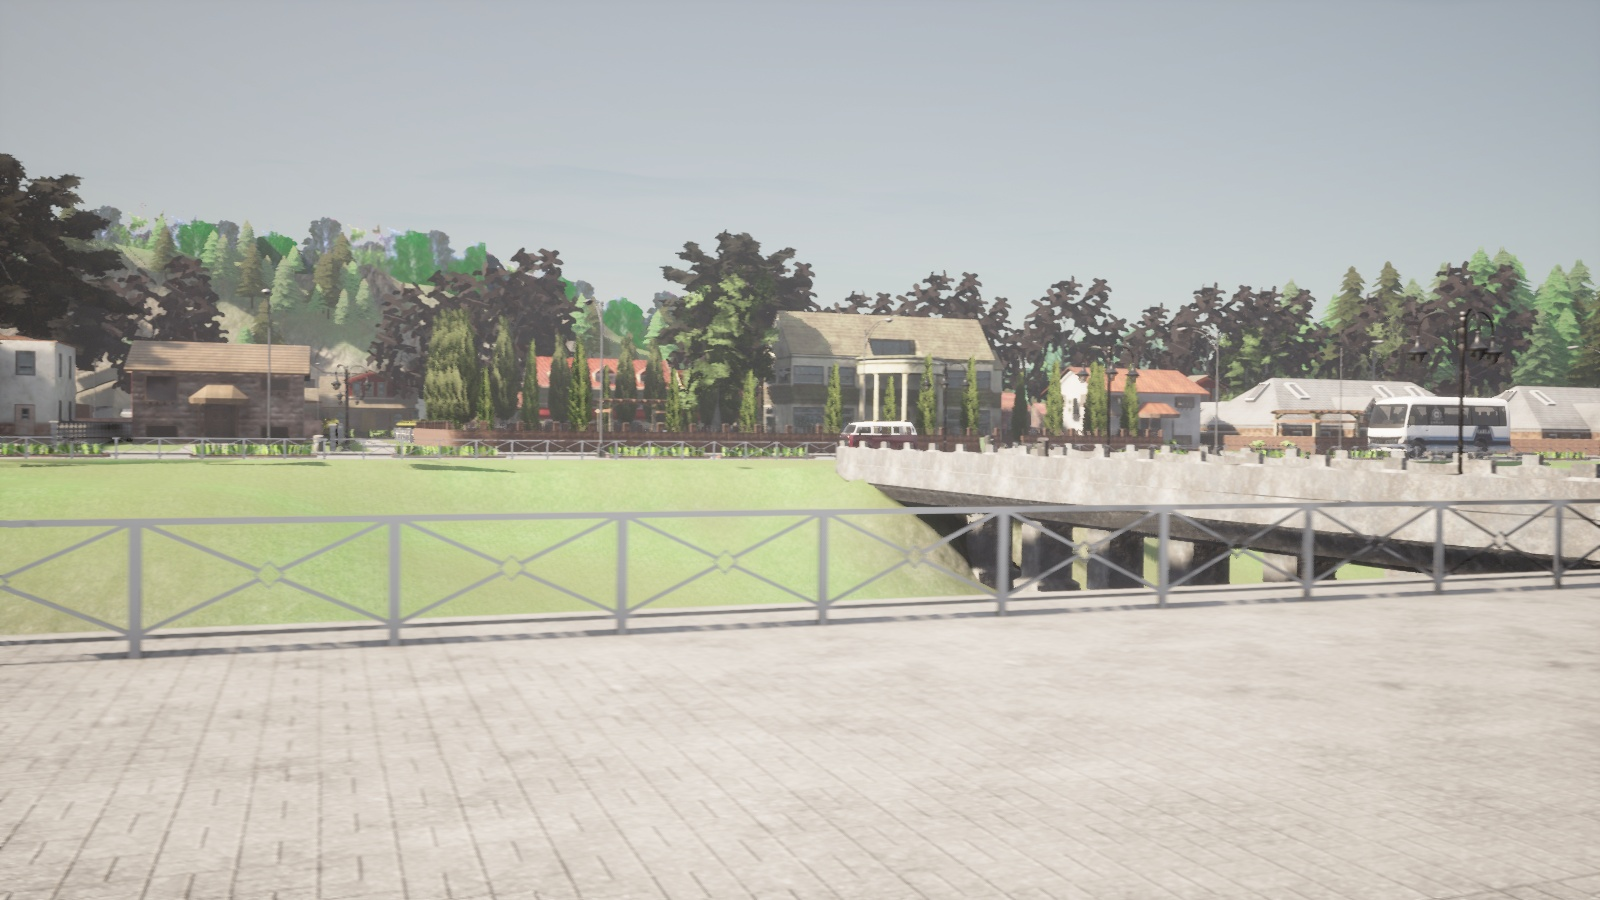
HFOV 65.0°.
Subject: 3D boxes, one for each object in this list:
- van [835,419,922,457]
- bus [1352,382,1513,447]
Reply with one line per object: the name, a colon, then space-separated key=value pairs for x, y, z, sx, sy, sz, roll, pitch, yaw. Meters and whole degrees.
van: x=4.461 y=-0.689 z=71.441 sx=4.480 sy=2.038 sz=2.069 roll=-1 pitch=1 yaw=-21
bus: x=43.399 y=-2.450 z=86.201 sx=10.273 sy=4.253 sz=3.944 roll=-1 pitch=1 yaw=-21
